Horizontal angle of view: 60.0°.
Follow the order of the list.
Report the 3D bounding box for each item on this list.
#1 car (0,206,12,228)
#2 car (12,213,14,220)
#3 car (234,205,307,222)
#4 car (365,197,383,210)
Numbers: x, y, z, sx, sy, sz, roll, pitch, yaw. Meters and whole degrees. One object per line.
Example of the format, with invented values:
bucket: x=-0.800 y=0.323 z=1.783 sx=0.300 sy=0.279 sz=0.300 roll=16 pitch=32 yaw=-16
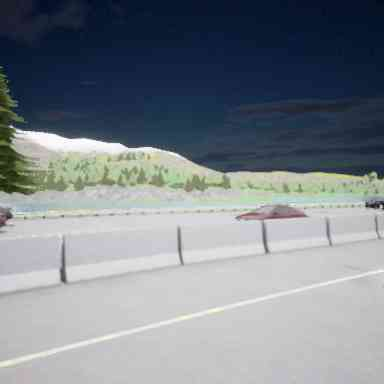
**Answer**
car: x=-12.004 y=1.454 z=16.801 sx=4.674 sy=1.442 sz=1.812 roll=0 pitch=0 yaw=-35
car: x=-13.504 y=1.406 z=20.015 sx=4.902 sy=1.511 sz=2.128 roll=0 pitch=0 yaw=-34
car: x=4.579 y=1.458 z=19.052 sx=4.674 sy=1.442 sz=1.812 roll=0 pitch=0 yaw=-30
car: x=23.188 y=1.344 z=40.442 sx=5.008 sy=1.535 sz=1.882 roll=0 pitch=0 yaw=-26
